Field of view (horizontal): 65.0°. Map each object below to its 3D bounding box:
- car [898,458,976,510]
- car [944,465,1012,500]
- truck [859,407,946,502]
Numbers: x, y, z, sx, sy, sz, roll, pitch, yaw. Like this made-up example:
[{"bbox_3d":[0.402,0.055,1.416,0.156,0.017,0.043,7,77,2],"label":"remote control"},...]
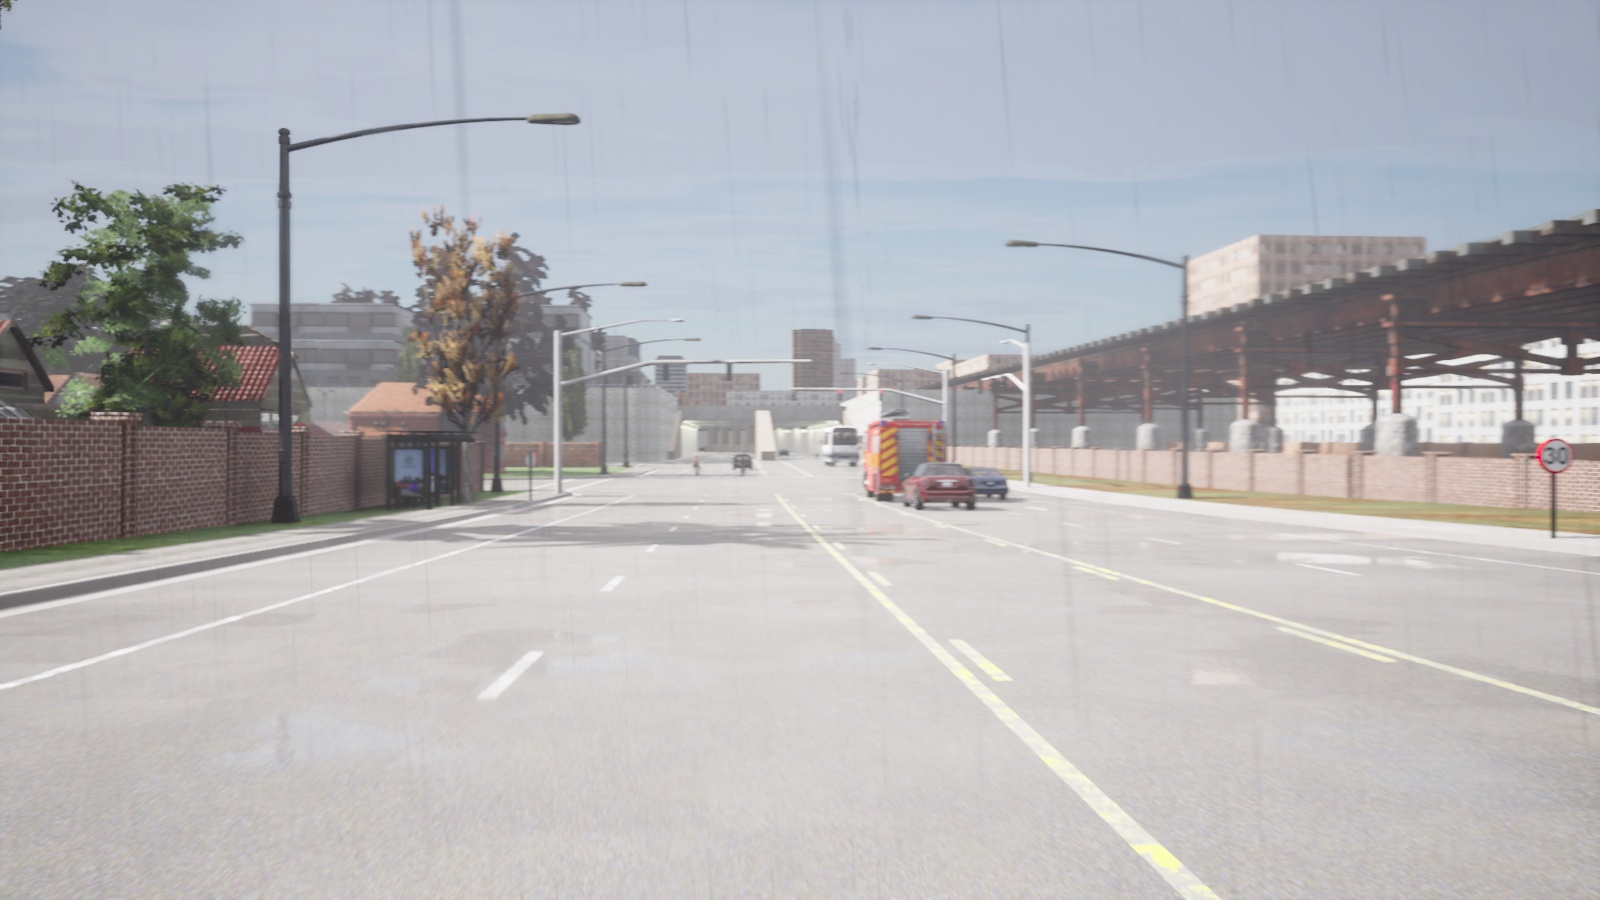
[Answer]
[{"bbox_3d":[4.871,1.191,45.392,2.097,1.767,4.553,-1,0,-3],"label":"car"},{"bbox_3d":[7.871,1.407,55.989,2.033,1.411,5.357,0,0,-3],"label":"car"},{"bbox_3d":[4.359,0.220,55.235,2.891,3.827,8.468,-1,0,-1],"label":"truck"}]
